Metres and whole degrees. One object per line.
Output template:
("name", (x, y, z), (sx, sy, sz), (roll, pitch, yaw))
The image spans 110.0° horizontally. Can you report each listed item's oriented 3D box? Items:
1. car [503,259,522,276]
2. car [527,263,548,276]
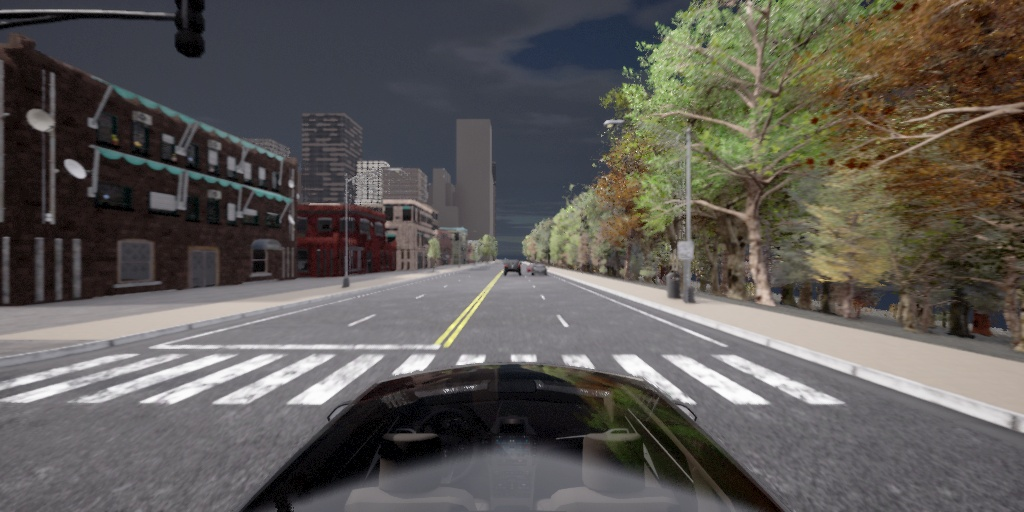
("car", (0.088, 1.363, 44.354), (2.150, 2.045, 5.566), (0, -1, 1))
("car", (3.340, 1.635, 44.519), (2.128, 1.511, 4.902), (0, -1, 0))
